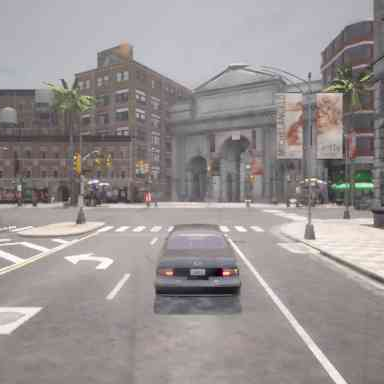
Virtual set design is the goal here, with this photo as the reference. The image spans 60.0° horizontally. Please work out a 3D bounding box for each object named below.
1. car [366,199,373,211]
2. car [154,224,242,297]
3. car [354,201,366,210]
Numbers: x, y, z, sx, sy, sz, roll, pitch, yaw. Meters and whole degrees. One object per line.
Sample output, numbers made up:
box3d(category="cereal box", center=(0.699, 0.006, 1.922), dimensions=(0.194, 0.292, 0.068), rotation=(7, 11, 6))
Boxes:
box3d(category="car", center=(22.705, 1.526, 37.468), dimensions=(4.674, 1.442, 1.812), rotation=(0, 0, 1))
box3d(category="car", center=(0.111, 1.547, 8.741), dimensions=(2.033, 1.411, 5.357), rotation=(0, 0, 0))
box3d(category="car", center=(22.279, 1.564, 40.966), dimensions=(4.181, 1.385, 1.994), rotation=(0, 0, 0))
